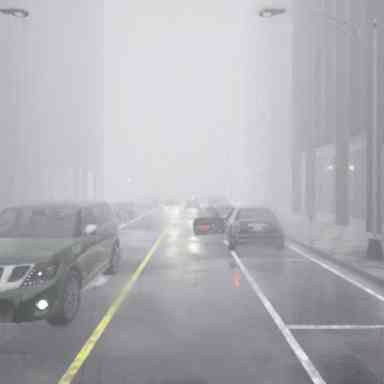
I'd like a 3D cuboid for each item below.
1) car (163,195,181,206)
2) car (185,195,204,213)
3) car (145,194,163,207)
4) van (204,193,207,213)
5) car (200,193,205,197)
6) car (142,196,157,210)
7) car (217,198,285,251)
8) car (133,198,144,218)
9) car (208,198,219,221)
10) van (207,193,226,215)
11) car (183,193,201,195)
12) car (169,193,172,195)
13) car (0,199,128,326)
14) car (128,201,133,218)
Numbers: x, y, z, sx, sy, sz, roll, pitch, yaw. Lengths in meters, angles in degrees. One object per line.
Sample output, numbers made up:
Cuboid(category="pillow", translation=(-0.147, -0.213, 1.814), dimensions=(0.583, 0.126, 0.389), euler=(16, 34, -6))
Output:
Cuboid(category="car", translation=(-3.005, 1.558, 51.988), dimensions=(1.895, 1.301, 4.718), euler=(0, 0, 0))
Cuboid(category="car", translation=(0.071, 1.477, 41.714), dimensions=(2.033, 1.411, 5.357), euler=(0, 0, 0))
Cuboid(category="car", translation=(-5.768, 1.238, 46.423), dimensions=(2.192, 1.841, 5.009), euler=(0, 0, 0))
Cuboid(category="van", translation=(2.758, 1.272, 40.823), dimensions=(1.690, 1.788, 3.998), euler=(0, 0, 0))
Cuboid(category="car", translation=(2.755, 1.207, 68.917), dimensions=(2.192, 1.841, 5.009), euler=(0, 0, 0))
Cuboid(category="car", translation=(-5.767, 1.513, 40.805), dimensions=(1.802, 1.307, 4.206), euler=(0, 0, 0))
Cuboid(category="car", translation=(2.384, 1.327, 14.141), dimensions=(2.097, 1.767, 4.553), euler=(0, 0, 0))
Cuboid(category="car", translation=(-5.766, 1.515, 29.569), dimensions=(1.947, 1.339, 4.313), euler=(0, 0, 0))
Cuboid(category="car", translation=(2.759, 1.500, 29.586), dimensions=(2.008, 1.369, 4.403), euler=(0, 0, 0))
Cuboid(category="van", translation=(2.759, 1.281, 35.205), dimensions=(1.690, 1.788, 3.998), euler=(0, 0, 0))
Cuboid(category="car", translation=(-0.005, 1.405, 53.070), dimensions=(2.128, 1.511, 4.902), euler=(0, 0, 0))
Cuboid(category="car", translation=(-5.769, 1.474, 68.897), dimensions=(1.802, 1.307, 4.206), euler=(0, 0, 0))
Cuboid(category="car", translation=(-3.102, 1.208, 7.398), dimensions=(2.150, 2.045, 5.566), euler=(0, 0, 0))
Cuboid(category="car", translation=(-5.765, 1.503, 23.950), dimensions=(1.887, 1.381, 4.507), euler=(0, 0, 0))
